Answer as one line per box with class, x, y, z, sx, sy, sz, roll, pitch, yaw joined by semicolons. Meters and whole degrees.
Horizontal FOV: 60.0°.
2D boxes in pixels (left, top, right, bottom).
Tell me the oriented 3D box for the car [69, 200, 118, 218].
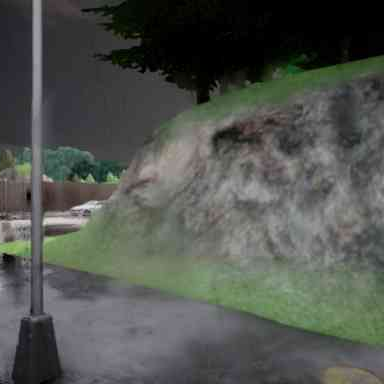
car;-8.826;1.476;30.245;1.812;1.442;4.674;0;0;36
